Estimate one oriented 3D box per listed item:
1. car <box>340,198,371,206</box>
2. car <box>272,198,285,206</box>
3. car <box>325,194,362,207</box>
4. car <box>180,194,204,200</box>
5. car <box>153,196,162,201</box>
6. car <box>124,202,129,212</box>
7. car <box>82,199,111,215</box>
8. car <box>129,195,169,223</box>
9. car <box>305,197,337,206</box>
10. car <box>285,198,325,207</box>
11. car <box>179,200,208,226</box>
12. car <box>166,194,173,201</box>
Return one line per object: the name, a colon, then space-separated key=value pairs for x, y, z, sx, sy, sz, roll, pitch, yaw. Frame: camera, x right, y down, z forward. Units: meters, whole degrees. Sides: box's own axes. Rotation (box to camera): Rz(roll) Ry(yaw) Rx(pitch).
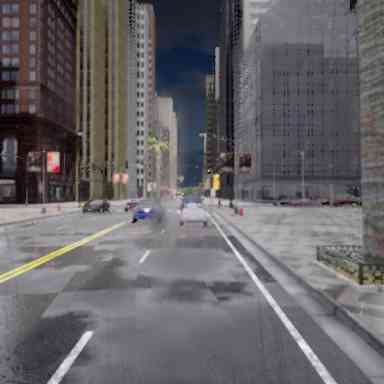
car: x=26.472 y=1.573 z=53.939 sx=4.206 sy=1.307 sz=1.802 roll=0 pitch=0 yaw=-1
car: x=15.194 y=1.593 z=53.765 sx=4.313 sy=1.339 sz=1.947 roll=0 pitch=0 yaw=-1
car: x=20.960 y=1.229 z=45.331 sx=5.009 sy=1.841 sz=2.192 roll=0 pitch=0 yaw=-1
car: x=0.032 y=1.208 z=32.842 sx=2.150 sy=2.045 sz=5.566 roll=0 pitch=0 yaw=1
car: x=-9.735 y=1.817 z=93.961 sx=1.882 sy=1.535 sz=5.008 roll=0 pitch=0 yaw=0
car: x=-6.498 y=1.571 z=38.456 sx=1.994 sy=1.385 sz=4.181 roll=0 pitch=0 yaw=0
car: x=-9.789 y=1.469 z=34.417 sx=1.882 sy=1.535 sz=5.008 roll=0 pitch=0 yaw=1
car: x=-3.146 y=1.323 z=25.351 sx=2.097 sy=1.767 sz=4.553 roll=0 pitch=0 yaw=0
car: x=20.833 y=1.573 z=53.852 sx=4.313 sy=1.339 sz=1.947 roll=0 pitch=0 yaw=-1
car: x=15.322 y=1.516 z=45.242 sx=4.206 sy=1.307 sz=1.802 roll=0 pitch=0 yaw=-1
car: x=0.103 y=1.494 z=23.141 sx=1.812 sy=1.442 sz=4.674 roll=0 pitch=0 yaw=0
car: x=-6.485 y=1.564 z=93.932 sx=2.150 sy=2.045 sz=5.566 roll=0 pitch=0 yaw=0
